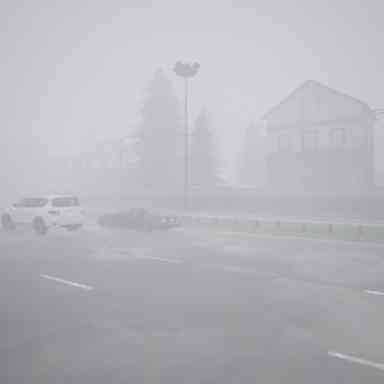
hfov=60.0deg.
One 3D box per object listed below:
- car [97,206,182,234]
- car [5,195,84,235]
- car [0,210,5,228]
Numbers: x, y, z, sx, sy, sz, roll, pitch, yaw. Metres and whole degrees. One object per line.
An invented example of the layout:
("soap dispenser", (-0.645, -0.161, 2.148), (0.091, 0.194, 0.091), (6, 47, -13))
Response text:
("car", (-3.099, 1.513, 19.104), (5.357, 1.411, 2.033), (0, 0, 36))
("car", (-8.376, 1.177, 18.571), (5.566, 2.045, 2.150), (0, 0, 36))
("car", (-11.394, 1.516, 16.424), (4.181, 1.385, 1.994), (0, 0, 36))
